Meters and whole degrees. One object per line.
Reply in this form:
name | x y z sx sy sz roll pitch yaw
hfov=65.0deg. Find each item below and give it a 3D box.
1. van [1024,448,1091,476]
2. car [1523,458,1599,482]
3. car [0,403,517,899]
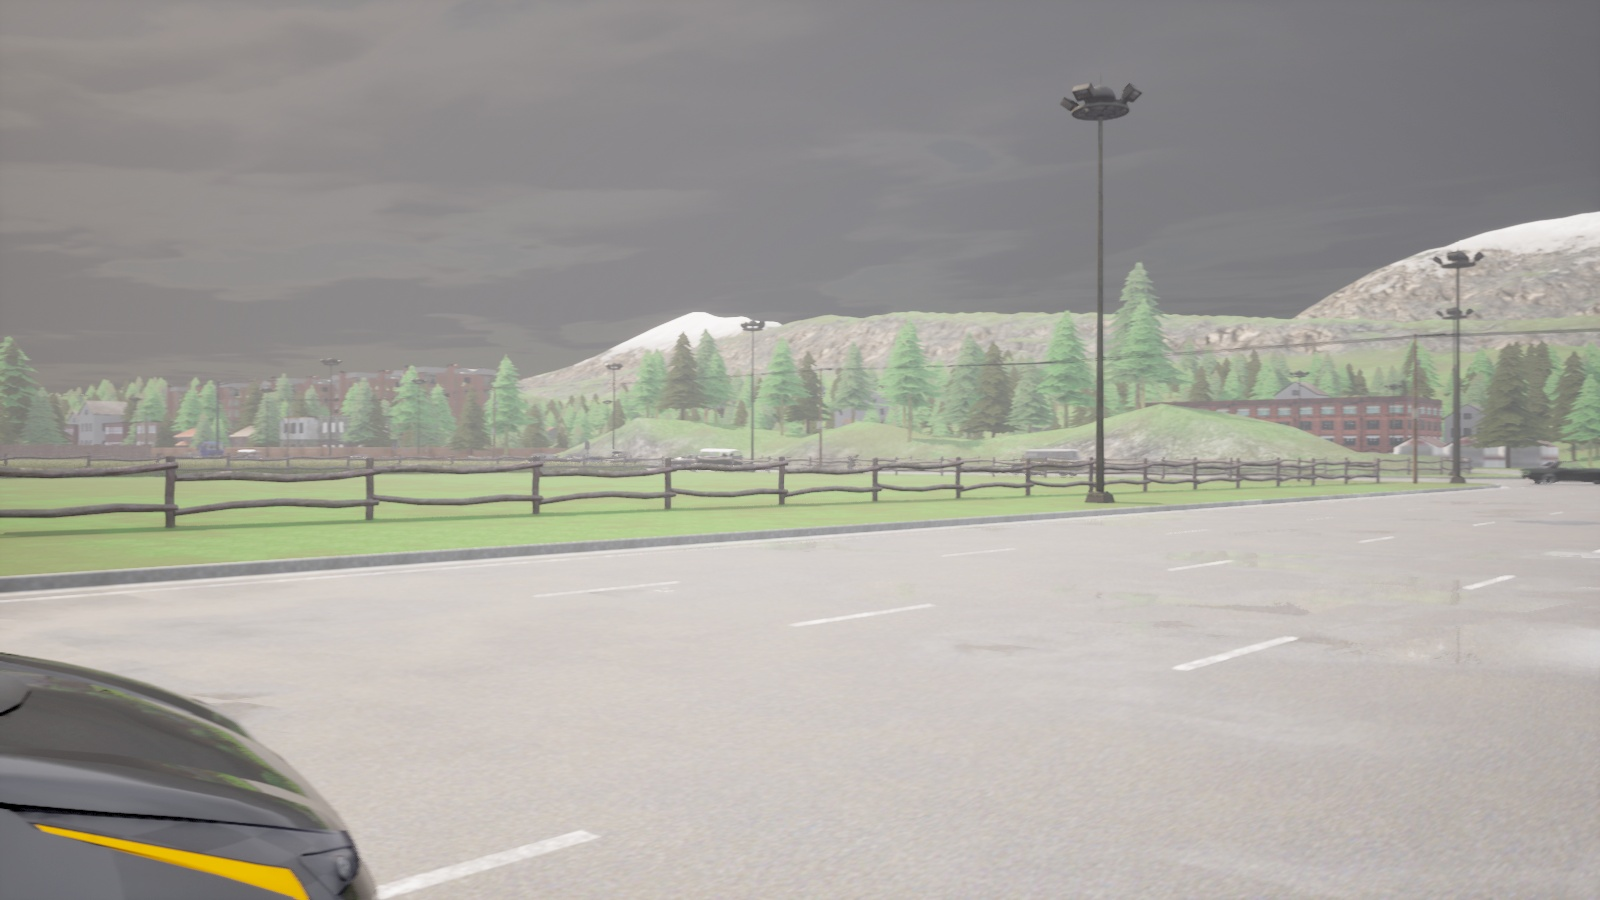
van | 18.494 0.863 90.223 4.442 1.987 1.775 0 0 42
car | 42.029 1.073 67.898 4.718 1.301 1.895 0 0 15
car | -2.889 0.704 1.602 4.514 1.525 2.007 0 0 -33
